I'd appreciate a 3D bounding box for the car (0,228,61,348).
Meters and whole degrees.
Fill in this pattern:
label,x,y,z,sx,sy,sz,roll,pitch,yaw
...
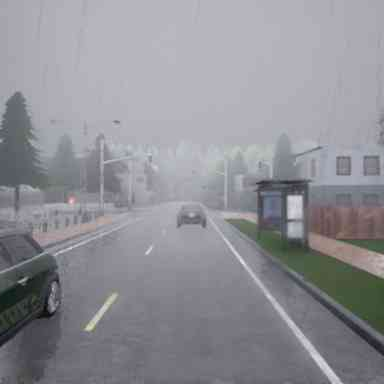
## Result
label,x,y,z,sx,sy,sz,roll,pitch,yaw
car,-3.590,1.413,4.574,2.097,1.767,4.553,0,-1,0

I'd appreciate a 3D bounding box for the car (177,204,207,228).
label,x,y,z,sx,sy,sz,roll,pitch,yaw
car,-0.004,1.672,25.057,2.097,1.767,4.553,0,-1,0
